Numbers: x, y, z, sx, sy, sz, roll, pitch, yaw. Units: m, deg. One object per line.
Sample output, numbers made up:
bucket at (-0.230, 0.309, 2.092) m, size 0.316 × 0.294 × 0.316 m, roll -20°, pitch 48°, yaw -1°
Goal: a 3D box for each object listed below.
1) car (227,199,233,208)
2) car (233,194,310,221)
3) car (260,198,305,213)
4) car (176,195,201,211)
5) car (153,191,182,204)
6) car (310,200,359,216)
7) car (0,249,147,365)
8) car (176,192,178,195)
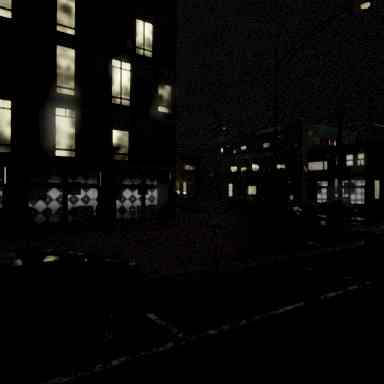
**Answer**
car at (5.937, 1.130, 38.683) m, size 1.967 × 1.590 × 4.097 m, roll 1°, pitch 0°, yaw -36°
car at (5.774, 1.101, 24.781) m, size 2.192 × 1.841 × 5.009 m, roll 1°, pitch 0°, yaw -36°
car at (9.225, 1.340, 34.216) m, size 1.802 × 1.307 × 4.206 m, roll 1°, pitch 0°, yaw -36°
car at (-0.812, 1.231, 33.712) m, size 1.802 × 1.307 × 4.206 m, roll 1°, pitch 0°, yaw -36°
car at (-3.927, 0.793, 52.077) m, size 2.192 × 1.841 × 5.009 m, roll 1°, pitch 0°, yaw -36°
car at (12.515, 1.371, 29.752) m, size 1.887 × 1.381 × 4.507 m, roll 1°, pitch 0°, yaw -36°
car at (-2.722, 1.566, 4.613) m, size 4.313 × 1.339 × 1.947 m, roll 0°, pitch 0°, yaw -36°
car at (-0.643, 1.101, 47.613) m, size 2.008 × 1.369 × 4.403 m, roll 1°, pitch 0°, yaw -36°
